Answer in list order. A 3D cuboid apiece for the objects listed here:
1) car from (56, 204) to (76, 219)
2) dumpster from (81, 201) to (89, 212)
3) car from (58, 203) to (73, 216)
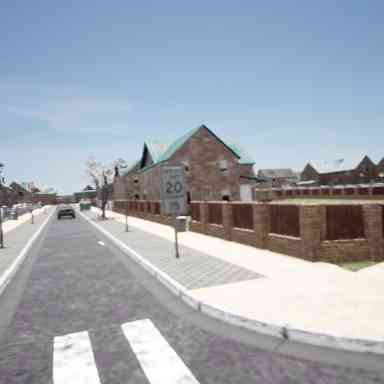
[{"bbox_3d":[-14.693,2.309,38.886,1.837,1.490,4.892,-3,0,-21],"label":"car"},{"bbox_3d":[-16.931,2.337,52.654,1.020,1.700,1.940,-5,-1,-21],"label":"dumpster"},{"bbox_3d":[-18.645,2.508,48.856,1.882,1.535,5.008,-3,0,-21],"label":"car"}]
